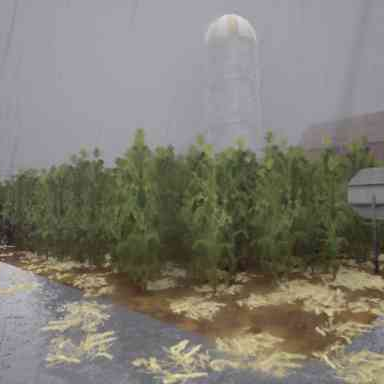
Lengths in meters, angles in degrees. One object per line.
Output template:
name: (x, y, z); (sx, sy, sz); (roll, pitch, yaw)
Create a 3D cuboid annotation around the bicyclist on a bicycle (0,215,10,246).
bicyclist on a bicycle: (-9.219, 1.937, 16.372); (1.656, 1.620, 0.582); (-1, -1, -45)
